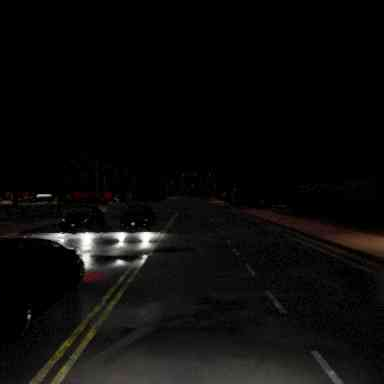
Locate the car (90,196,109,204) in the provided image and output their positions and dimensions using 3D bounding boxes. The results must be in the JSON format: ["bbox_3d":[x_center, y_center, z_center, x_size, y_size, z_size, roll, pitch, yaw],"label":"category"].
[{"bbox_3d":[-21.429,1.774,77.073,3.866,1.878,1.905,0,0,0],"label":"car"}]

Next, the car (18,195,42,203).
[{"bbox_3d":[-38.895,2.035,79.785,3.806,1.475,1.970,0,0,0],"label":"car"}]

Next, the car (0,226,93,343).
[{"bbox_3d":[-3.590,1.614,6.391,1.994,1.385,4.181,0,0,0],"label":"car"}]

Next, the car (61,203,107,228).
[{"bbox_3d":[-7.020,1.703,21.982,1.812,1.442,4.674,0,-1,0],"label":"car"}]

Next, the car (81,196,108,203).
[{"bbox_3d":[-21.485,1.748,74.179,4.605,1.855,1.932,0,0,0],"label":"car"}]

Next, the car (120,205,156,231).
[{"bbox_3d":[-3.518,1.687,22.268,1.837,1.490,4.892,0,-1,0],"label":"car"}]
